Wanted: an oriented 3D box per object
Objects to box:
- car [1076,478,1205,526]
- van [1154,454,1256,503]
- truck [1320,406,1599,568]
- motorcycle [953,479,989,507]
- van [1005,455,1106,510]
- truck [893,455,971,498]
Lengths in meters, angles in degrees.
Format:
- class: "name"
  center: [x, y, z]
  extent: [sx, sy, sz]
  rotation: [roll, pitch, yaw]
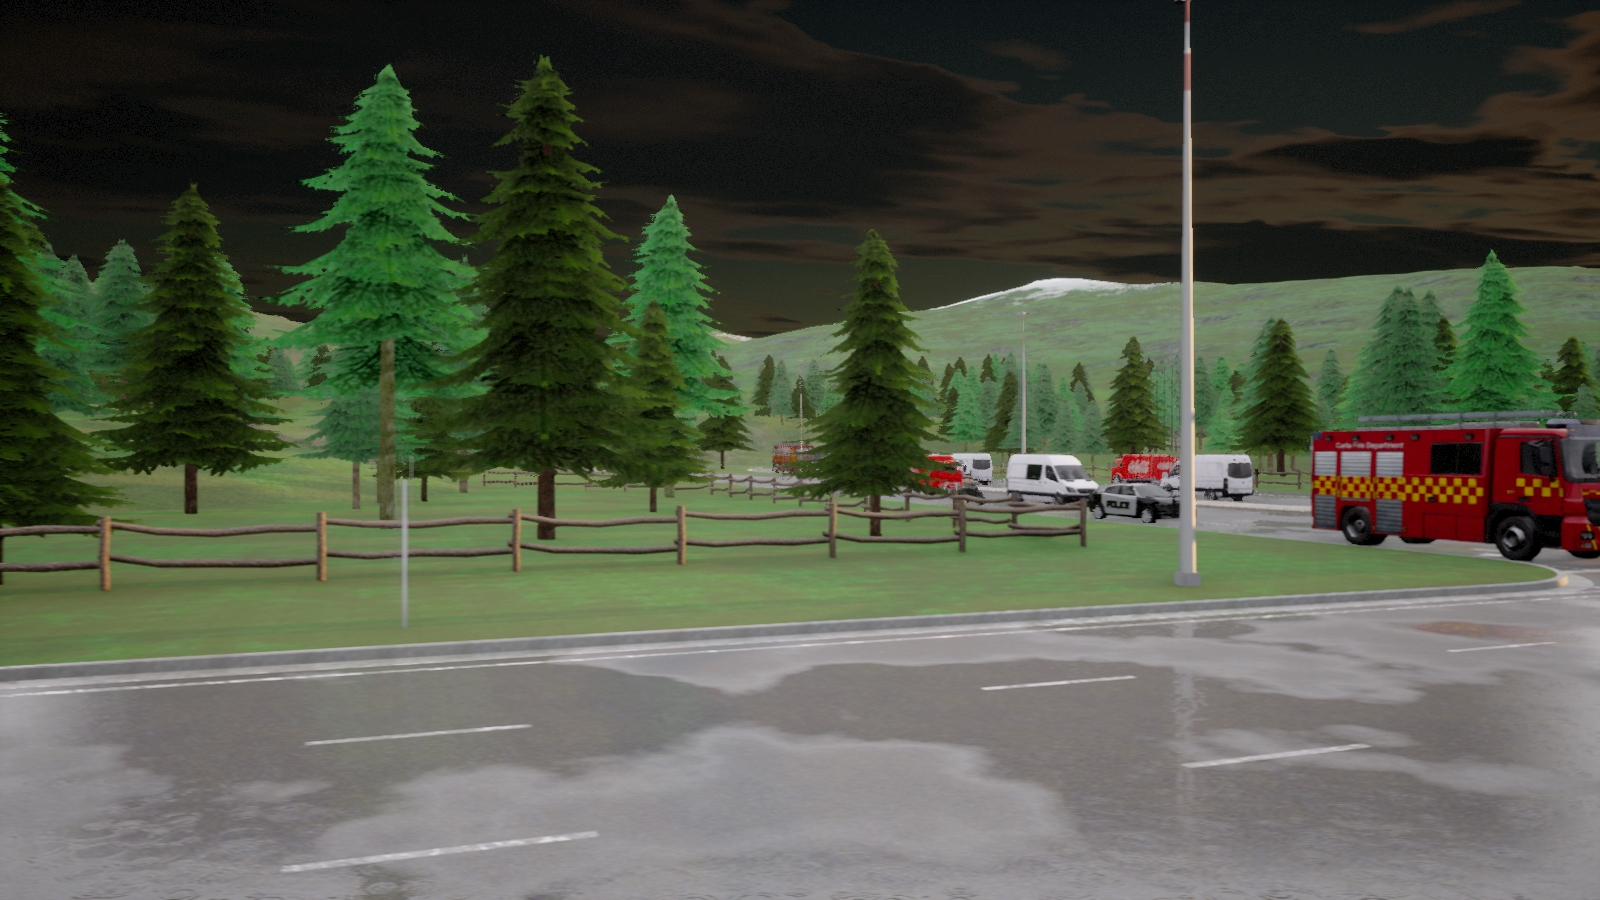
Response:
- class: "car"
  center: [13.265, 1.976, 44.867]
  extent: [2.097, 1.638, 5.238]
  rotation: [0, 0, -21]
- class: "van"
  center: [22.372, 1.524, 63.402]
  extent: [1.988, 2.561, 5.915]
  rotation: [0, 0, -21]
- class: "truck"
  center: [18.688, 0.883, 31.462]
  extent: [2.891, 3.827, 8.468]
  rotation: [0, 0, -20]
- class: "motorcycle"
  center: [8.594, 2.147, 57.467]
  extent: [0.764, 1.307, 2.356]
  rotation: [0, 0, -21]
- class: "van"
  center: [12.589, 1.526, 56.804]
  extent: [1.988, 2.561, 5.915]
  rotation: [0, 0, -21]
- class: "truck"
  center: [7.913, 1.560, 69.237]
  extent: [2.627, 2.467, 5.204]
  rotation: [0, 0, -20]
